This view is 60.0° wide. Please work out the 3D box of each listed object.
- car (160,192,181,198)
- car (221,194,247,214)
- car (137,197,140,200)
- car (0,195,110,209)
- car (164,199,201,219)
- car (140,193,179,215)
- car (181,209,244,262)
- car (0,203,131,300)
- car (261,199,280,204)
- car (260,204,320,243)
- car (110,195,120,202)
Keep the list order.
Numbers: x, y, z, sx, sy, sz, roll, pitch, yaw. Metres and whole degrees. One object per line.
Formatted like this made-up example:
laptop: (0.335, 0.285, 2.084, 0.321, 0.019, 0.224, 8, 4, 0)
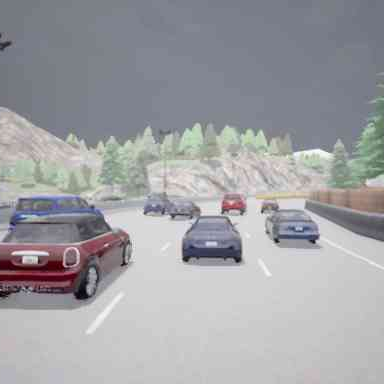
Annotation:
car: (-3.835, 1.234, 64.800, 2.097, 1.767, 4.553, 0, 0, 23)
car: (4.325, 1.174, 33.874, 2.150, 2.045, 5.566, 0, 0, 14)
car: (-9.692, 1.385, 68.902, 1.812, 1.442, 4.674, 0, 0, 23)
car: (-5.960, 1.182, 15.388, 2.150, 2.045, 5.566, 0, 0, 6)
car: (-0.489, 1.498, 28.380, 2.033, 1.411, 5.357, 0, 0, 11)
car: (-3.093, 1.289, 32.741, 2.097, 1.767, 4.553, 0, 0, 12)
car: (0.762, 1.545, 12.146, 1.994, 1.385, 4.181, 0, 0, 5)
car: (-3.018, 1.330, 8.556, 2.097, 1.767, 4.553, 0, 0, 3)
car: (8.569, 1.484, 36.279, 1.812, 1.442, 4.674, 0, 0, 15)
car: (4.618, 1.531, 15.915, 2.033, 1.411, 5.357, 0, 0, 7)
car: (-15.691, 1.334, 63.623, 1.882, 1.535, 5.008, 0, 0, 22)
